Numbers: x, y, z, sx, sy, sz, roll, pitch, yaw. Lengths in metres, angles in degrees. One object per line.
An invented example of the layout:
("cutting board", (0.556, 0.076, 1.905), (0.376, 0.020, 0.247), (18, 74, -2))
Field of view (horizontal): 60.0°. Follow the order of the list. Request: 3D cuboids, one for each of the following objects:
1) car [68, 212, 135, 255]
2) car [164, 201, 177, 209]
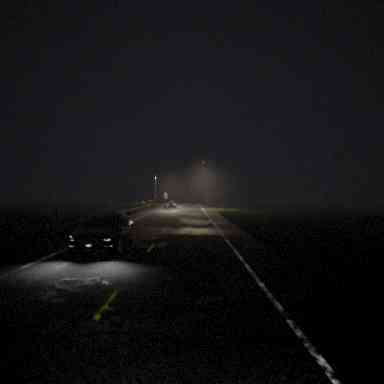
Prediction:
("car", (-3.604, 1.640, 14.011), (1.837, 1.490, 4.892), (0, -1, 0))
("car", (-3.584, 2.131, 55.074), (1.895, 1.301, 4.718), (0, -1, 0))
